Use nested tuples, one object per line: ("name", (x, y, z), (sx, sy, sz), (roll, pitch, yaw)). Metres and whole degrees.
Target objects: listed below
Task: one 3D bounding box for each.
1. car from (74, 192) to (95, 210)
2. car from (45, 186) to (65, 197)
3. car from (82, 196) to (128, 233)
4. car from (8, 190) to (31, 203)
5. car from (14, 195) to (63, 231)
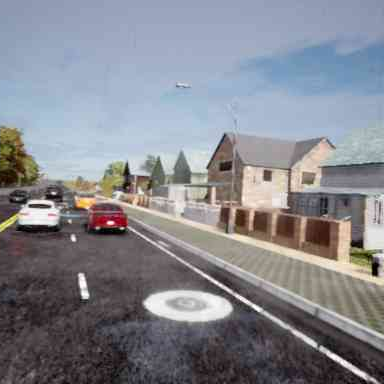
("car", (-10.640, 0.859, 33.418), (2.097, 1.767, 4.553), (4, 0, -21))
("car", (-18.133, 0.315, 43.870), (2.150, 2.045, 5.566), (4, 0, -21))
("car", (-4.775, 1.276, 18.317), (1.882, 1.535, 5.008), (4, 0, -21))
("car", (-19.351, 0.468, 37.543), (1.882, 1.535, 5.008), (4, -1, -21))
("car", (-7.811, 1.131, 17.246), (1.812, 1.442, 4.674), (4, 0, -21))
